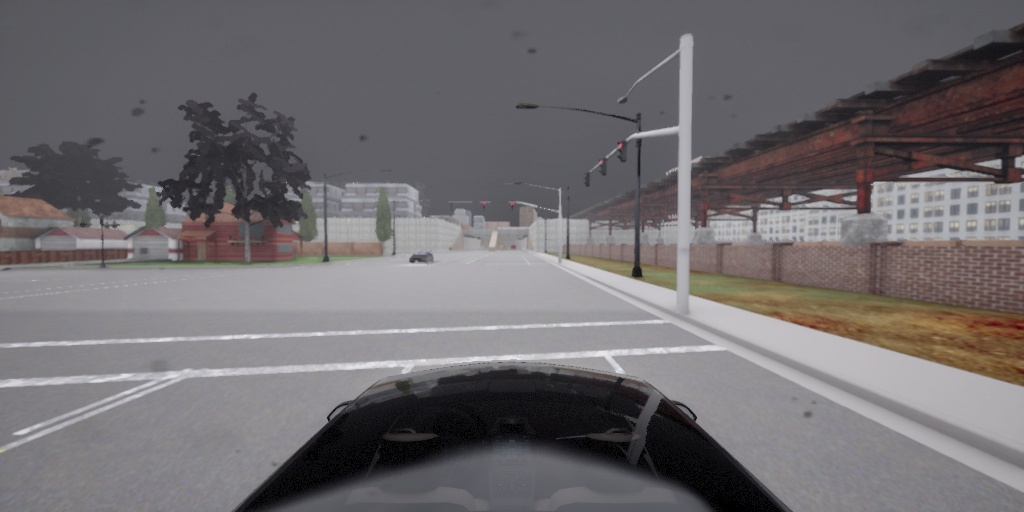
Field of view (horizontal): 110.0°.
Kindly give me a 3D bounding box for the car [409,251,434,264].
[{"bbox_3d":[-10.336,0.124,41.475,2.033,1.411,5.357,0,2,0],"label":"car"}]
